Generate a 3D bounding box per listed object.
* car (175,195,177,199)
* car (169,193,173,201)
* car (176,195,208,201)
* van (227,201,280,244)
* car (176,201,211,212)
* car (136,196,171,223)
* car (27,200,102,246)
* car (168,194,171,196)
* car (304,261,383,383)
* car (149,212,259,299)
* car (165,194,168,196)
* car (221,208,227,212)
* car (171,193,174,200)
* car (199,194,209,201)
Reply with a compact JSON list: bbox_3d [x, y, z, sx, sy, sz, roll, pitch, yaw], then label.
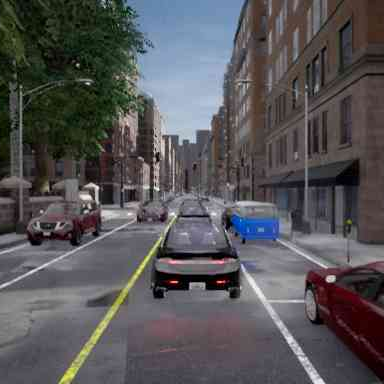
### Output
[{"bbox_3d":[-5.690,1.545,86.450,2.008,1.369,4.403,0,0,0],"label":"car"},{"bbox_3d":[-5.686,1.533,70.098,1.887,1.381,4.507,0,0,0],"label":"car"},{"bbox_3d":[-0.008,1.354,27.567,2.097,1.767,4.553,0,0,0],"label":"car"},{"bbox_3d":[2.851,1.345,15.549,1.690,1.788,3.998,0,0,0],"label":"van"},{"bbox_3d":[0.094,1.495,18.389,2.128,1.511,4.902,0,0,0],"label":"car"},{"bbox_3d":[-3.007,1.407,26.036,2.097,1.767,4.553,0,0,0],"label":"car"},{"bbox_3d":[-5.674,1.319,15.507,2.192,1.841,5.009,0,0,0],"label":"car"},{"bbox_3d":[-5.685,1.538,64.646,2.008,1.369,4.403,0,0,0],"label":"car"},{"bbox_3d":[2.854,1.547,4.228,1.887,1.381,4.507,0,0,0],"label":"car"},{"bbox_3d":[0.098,1.495,8.450,2.128,1.511,4.902,0,0,0],"label":"car"},{"bbox_3d":[-5.683,1.513,59.026,1.752,1.417,4.829,0,0,0],"label":"car"},{"bbox_3d":[2.850,1.569,21.210,1.947,1.339,4.313,0,0,0],"label":"car"},{"bbox_3d":[-5.687,1.534,75.549,1.887,1.381,4.507,0,0,0],"label":"car"},{"bbox_3d":[2.837,1.430,75.586,1.967,1.590,4.097,0,0,0],"label":"car"}]
